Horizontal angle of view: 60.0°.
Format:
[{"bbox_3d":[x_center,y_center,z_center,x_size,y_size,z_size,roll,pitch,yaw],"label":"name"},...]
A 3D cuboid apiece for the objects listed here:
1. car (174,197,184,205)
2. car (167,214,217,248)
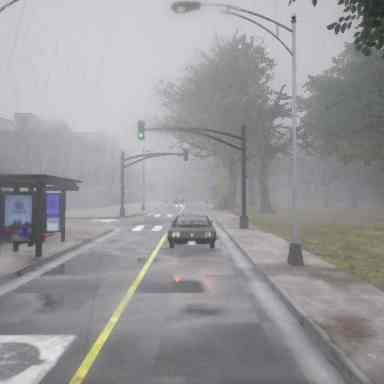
[{"bbox_3d":[-2.750,1.870,70.628,2.128,1.511,4.902,0,-1,0],"label":"car"},{"bbox_3d":[0.000,1.627,14.684,1.895,1.301,4.718,0,0,0],"label":"car"}]
